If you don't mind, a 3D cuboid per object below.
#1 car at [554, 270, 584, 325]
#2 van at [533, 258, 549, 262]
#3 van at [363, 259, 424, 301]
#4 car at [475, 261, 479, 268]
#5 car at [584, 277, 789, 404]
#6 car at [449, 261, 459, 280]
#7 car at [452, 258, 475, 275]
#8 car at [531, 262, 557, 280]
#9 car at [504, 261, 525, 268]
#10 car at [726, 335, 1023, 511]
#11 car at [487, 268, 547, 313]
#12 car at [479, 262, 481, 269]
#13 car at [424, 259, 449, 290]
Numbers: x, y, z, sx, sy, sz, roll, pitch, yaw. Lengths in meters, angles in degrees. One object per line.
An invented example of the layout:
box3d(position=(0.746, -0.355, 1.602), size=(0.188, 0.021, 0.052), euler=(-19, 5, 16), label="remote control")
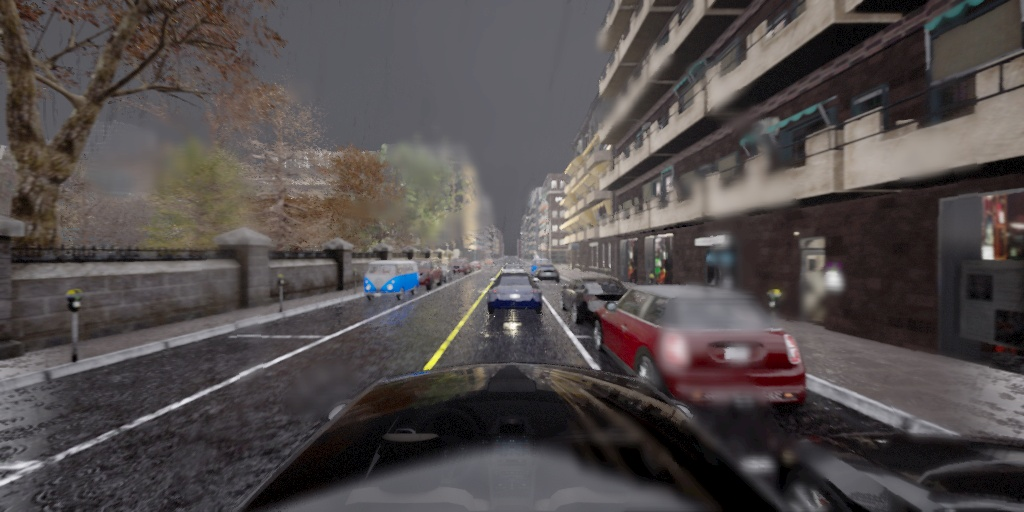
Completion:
box3d(position=(2.689, 1.329, 11.752), size=(1.948, 1.339, 4.313), euler=(0, 0, 0), label="car")
box3d(position=(2.685, 1.134, 33.892), size=(1.690, 1.789, 3.998), euler=(0, 0, 0), label="van")
box3d(position=(-5.693, 1.111, 17.284), size=(1.690, 1.789, 3.998), euler=(0, 0, 0), label="van")
box3d(position=(-5.698, 1.376, 44.961), size=(1.948, 1.339, 4.313), euler=(0, 0, 0), label="car")
box3d(position=(2.690, 1.196, 6.216), size=(1.967, 1.591, 4.097), euler=(0, 0, 0), label="car")
box3d(position=(-5.695, 1.336, 28.354), size=(2.007, 1.370, 4.403), euler=(0, 0, 0), label="car")
box3d(position=(-5.697, 1.116, 39.425), size=(2.192, 1.841, 5.009), euler=(0, 0, 0), label="car")
box3d(position=(2.686, 1.351, 28.357), size=(1.948, 1.339, 4.313), euler=(0, 0, 0), label="car")
box3d(position=(0.093, 1.392, 32.452), size=(1.895, 1.301, 4.718), euler=(0, 0, 0), label="car")
box3d(position=(2.691, 1.315, 0.682), size=(1.948, 1.339, 4.313), euler=(0, 0, 0), label="car")
box3d(position=(0.098, 1.330, 14.120), size=(1.994, 1.385, 4.181), euler=(0, 0, 0), label="car")
box3d(position=(-5.700, 1.410, 56.031), size=(1.802, 1.307, 4.207), euler=(0, 0, 0), label="car")
box3d(position=(-5.694, 1.092, 22.820), size=(2.192, 1.841, 5.009), euler=(0, 0, 0), label="car")
